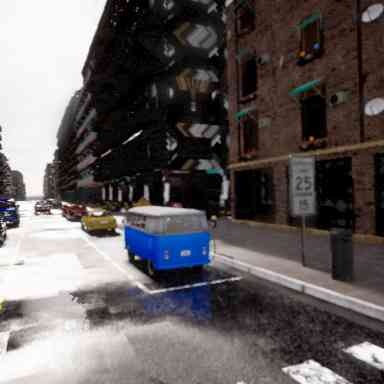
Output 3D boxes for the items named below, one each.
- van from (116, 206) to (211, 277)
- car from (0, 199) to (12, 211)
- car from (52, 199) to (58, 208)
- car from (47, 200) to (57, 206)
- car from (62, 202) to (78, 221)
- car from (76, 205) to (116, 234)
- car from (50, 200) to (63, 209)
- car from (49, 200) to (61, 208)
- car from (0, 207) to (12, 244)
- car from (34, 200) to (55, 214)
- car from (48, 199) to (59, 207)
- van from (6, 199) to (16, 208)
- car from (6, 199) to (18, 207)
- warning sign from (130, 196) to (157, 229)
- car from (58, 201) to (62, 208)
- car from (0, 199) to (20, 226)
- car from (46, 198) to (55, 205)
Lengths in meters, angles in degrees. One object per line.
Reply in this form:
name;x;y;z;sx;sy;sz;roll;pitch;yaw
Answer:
van;-0.954;1.360;10.233;1.690;1.788;3.998;-1;0;-25
car;-32.679;2.217;57.891;2.192;1.841;5.009;-2;0;-25
car;-22.672;2.183;56.324;2.008;1.369;4.403;-2;0;-25
car;-32.327;2.502;76.809;1.802;1.307;4.206;-2;0;-25
car;-10.604;1.824;30.716;1.887;1.381;4.507;-2;0;-25
car;-5.850;1.672;20.629;1.752;1.417;4.829;-1;0;-25
car;-25.086;2.253;61.446;2.008;1.369;4.403;-2;0;-25
car;-27.500;2.318;66.567;1.887;1.381;4.507;-2;0;-25
car;-10.428;1.771;16.759;1.837;1.490;4.892;-2;0;-25
car;-19.051;2.066;42.542;2.033;1.411;5.357;-2;0;-25
car;-29.916;2.286;71.687;1.967;1.590;4.097;-2;0;-25
van;-39.919;2.460;73.255;1.690;1.788;3.998;-2;0;-25
car;-42.334;2.514;78.374;2.192;1.841;5.009;-2;0;-25
warning sign;-2.885;1.183;19.885;1.300;1.860;1.060;-2;0;-25
car;-13.017;1.894;35.837;1.887;1.381;4.507;-2;0;-25
car;-14.976;1.613;26.419;2.150;2.045;5.566;-2;0;-25
car;-37.156;2.520;87.048;1.967;1.590;4.097;-2;0;-25
